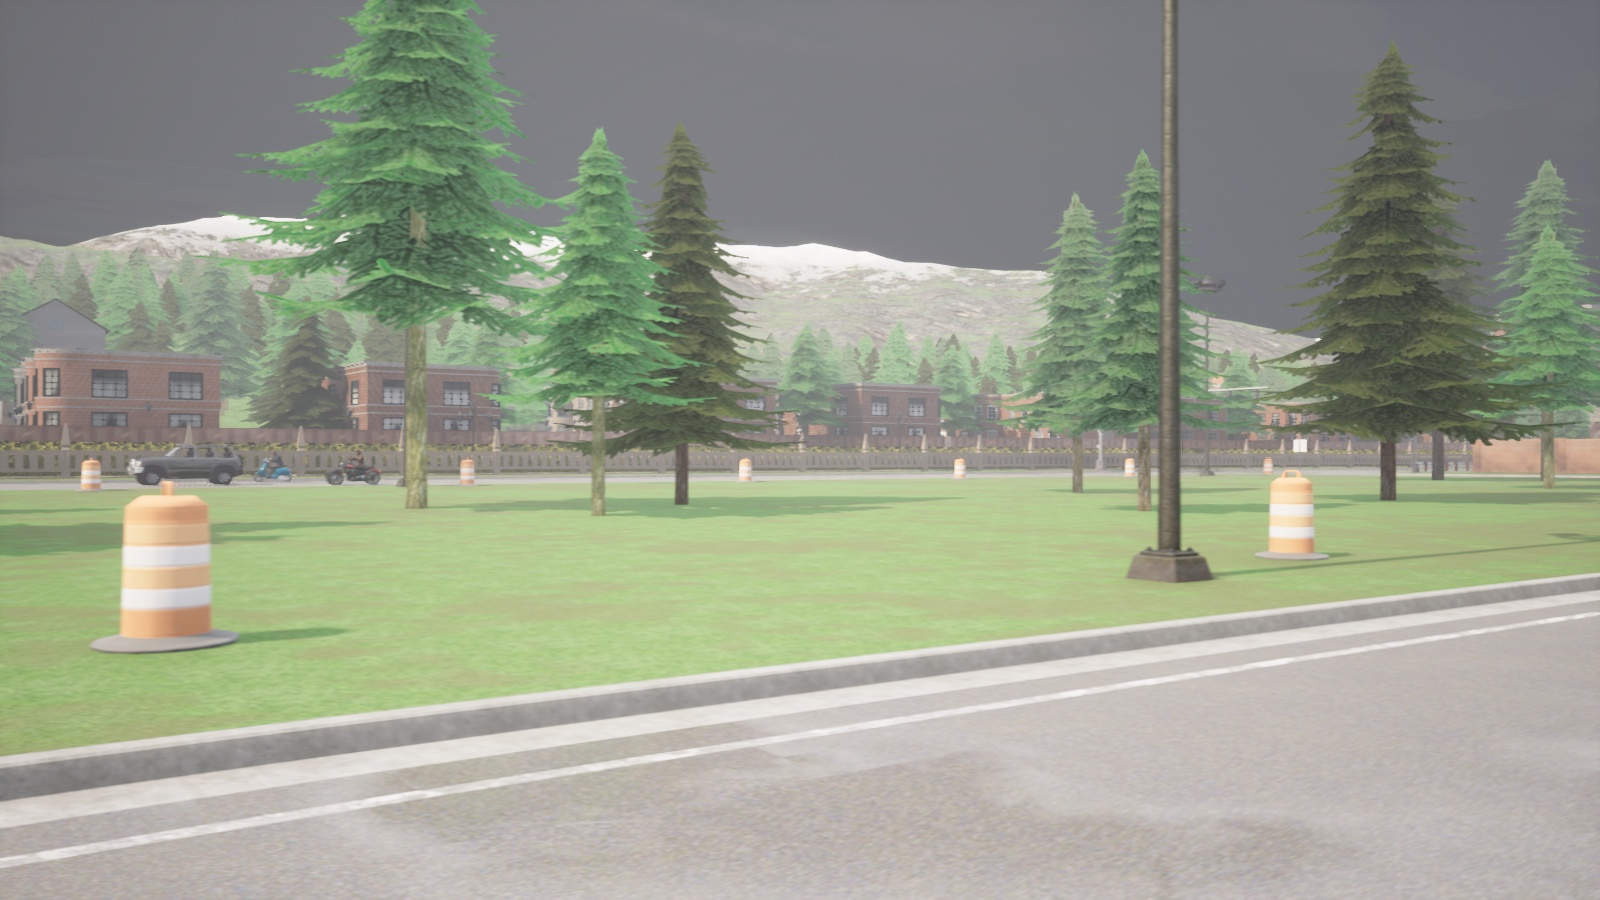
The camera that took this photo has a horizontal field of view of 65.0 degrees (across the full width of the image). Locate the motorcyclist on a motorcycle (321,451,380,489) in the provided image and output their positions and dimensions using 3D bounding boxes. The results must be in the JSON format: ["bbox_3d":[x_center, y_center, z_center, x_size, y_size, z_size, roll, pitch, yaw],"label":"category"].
[{"bbox_3d":[-20.092,0.875,56.132,2.350,1.649,0.766,0,0,-35],"label":"motorcyclist on a motorcycle"}]

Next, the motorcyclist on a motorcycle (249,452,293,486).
[{"bbox_3d":[-25.627,0.901,60.796,1.817,1.590,0.866,0,0,-35],"label":"motorcyclist on a motorcycle"}]

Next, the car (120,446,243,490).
[{"bbox_3d":[-27.252,0.755,55.387,4.605,1.855,1.932,0,0,-35],"label":"car"}]
